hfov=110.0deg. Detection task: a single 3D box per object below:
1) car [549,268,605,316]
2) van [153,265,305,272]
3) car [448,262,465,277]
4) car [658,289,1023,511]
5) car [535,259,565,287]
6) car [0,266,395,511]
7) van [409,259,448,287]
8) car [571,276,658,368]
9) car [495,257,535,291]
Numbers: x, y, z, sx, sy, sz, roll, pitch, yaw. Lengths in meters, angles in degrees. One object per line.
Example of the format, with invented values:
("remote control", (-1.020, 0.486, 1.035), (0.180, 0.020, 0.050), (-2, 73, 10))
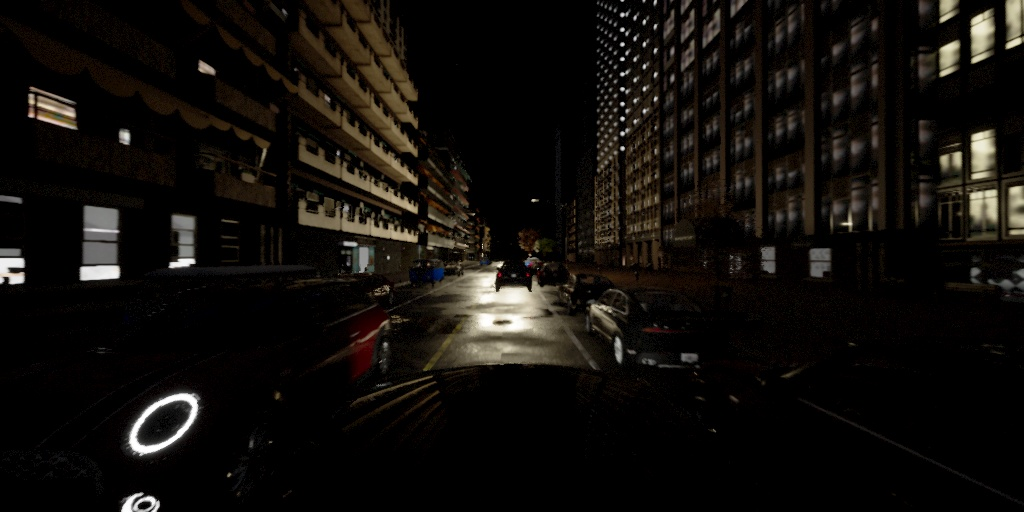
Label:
("car", (2.692, 1.303, 13.132), (2.007, 1.370, 4.403), (0, 0, 0))
("van", (-5.689, 1.092, 7.610), (1.690, 1.789, 3.998), (0, 0, 0))
("car", (-5.687, 1.314, 35.223), (2.007, 1.370, 4.403), (0, 0, 0))
("car", (2.691, 1.190, 2.085), (1.967, 1.591, 4.097), (0, 0, 0))
("car", (2.693, 1.196, 24.176), (1.967, 1.591, 4.097), (0, 0, 0))
("car", (-3.094, 1.102, 4.257), (2.097, 1.767, 4.553), (0, 0, 0))
("van", (-5.688, 1.096, 24.178), (1.690, 1.789, 3.998), (0, 0, 0))
("car", (2.692, 1.302, 7.608), (2.007, 1.370, 4.403), (0, 0, 0))
("car", (0.101, 1.107, 22.088), (2.097, 1.767, 4.553), (0, 0, 0))
